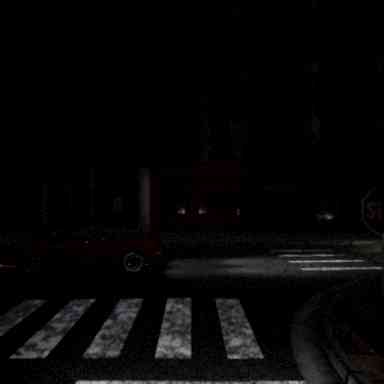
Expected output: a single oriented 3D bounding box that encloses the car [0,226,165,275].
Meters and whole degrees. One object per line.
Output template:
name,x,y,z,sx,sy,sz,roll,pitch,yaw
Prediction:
car,-3.208,1.699,10.276,4.718,1.301,1.895,-1,-1,0
